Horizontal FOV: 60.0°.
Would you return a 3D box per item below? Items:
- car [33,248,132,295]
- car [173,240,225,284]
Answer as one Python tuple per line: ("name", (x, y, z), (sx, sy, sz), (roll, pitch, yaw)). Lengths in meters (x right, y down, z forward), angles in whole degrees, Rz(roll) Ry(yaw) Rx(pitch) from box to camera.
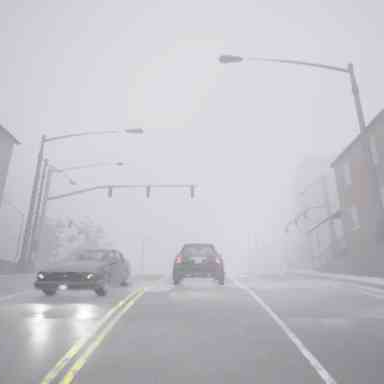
("car", (-3.442, 2.698, 11.755), (2.033, 1.411, 5.357), (0, -10, 2))
("car", (0.309, 3.201, 15.288), (2.097, 1.767, 4.553), (0, -12, 1))
